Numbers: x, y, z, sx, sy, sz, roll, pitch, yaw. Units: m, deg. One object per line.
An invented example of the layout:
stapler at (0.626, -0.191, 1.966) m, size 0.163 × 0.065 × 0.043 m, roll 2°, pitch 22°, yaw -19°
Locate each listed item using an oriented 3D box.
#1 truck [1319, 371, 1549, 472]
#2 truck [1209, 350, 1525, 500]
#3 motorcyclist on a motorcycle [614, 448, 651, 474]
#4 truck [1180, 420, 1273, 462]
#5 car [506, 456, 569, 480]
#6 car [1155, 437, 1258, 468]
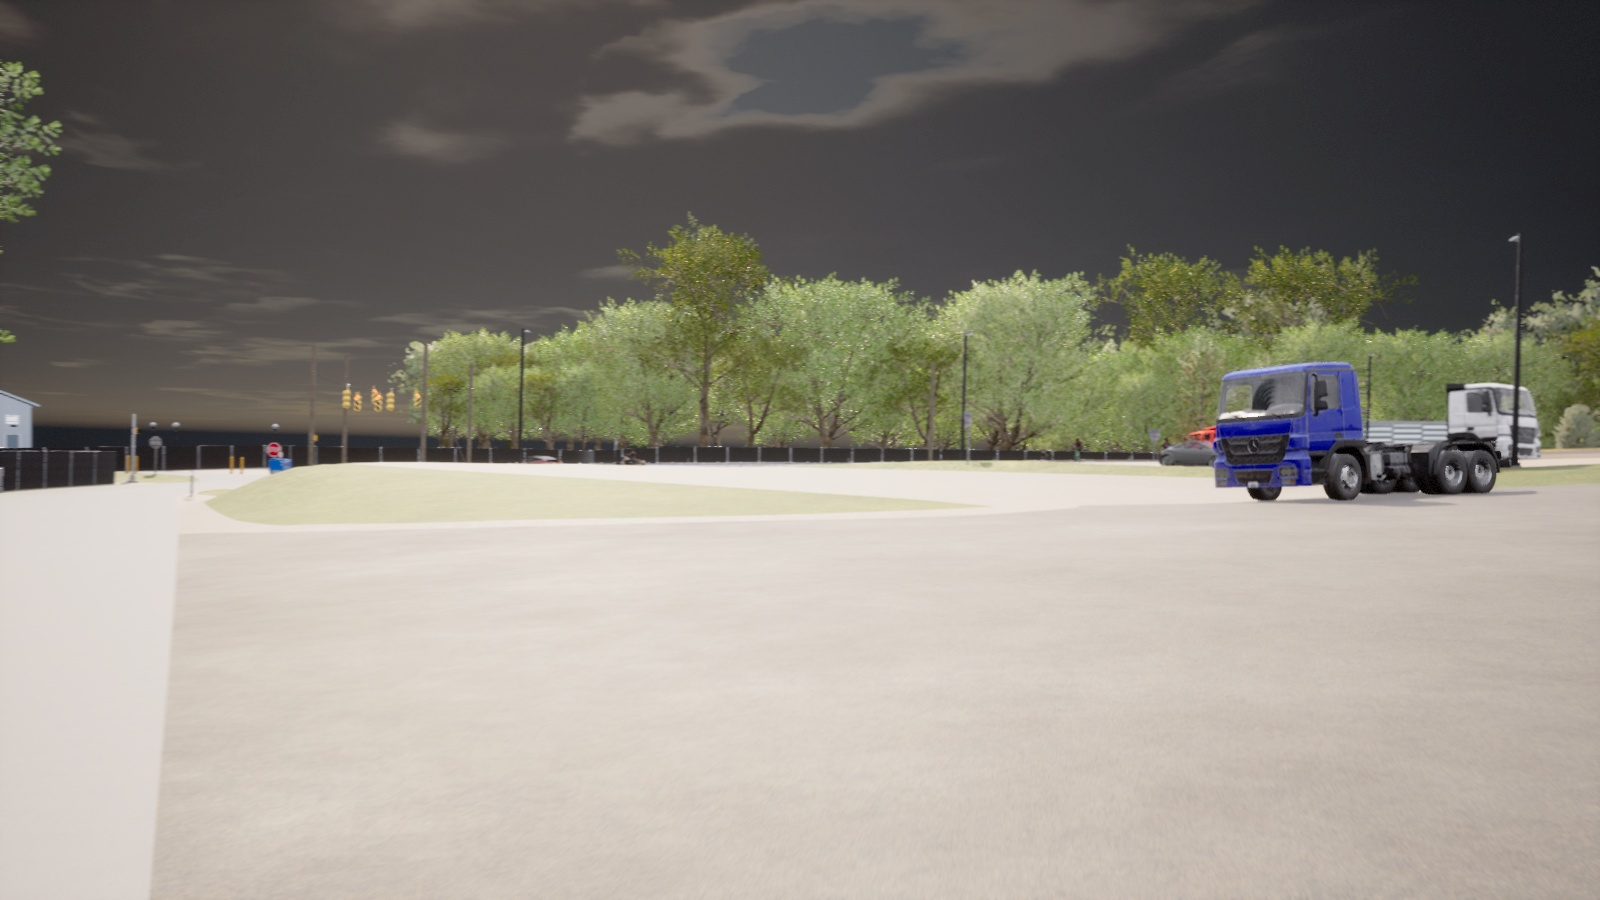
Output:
truck at (25.905, -1.019, 51.756) m, size 2.891 × 3.462 × 7.936 m, roll 2°, pitch -5°, yaw -34°
truck at (14.593, -0.639, 32.184) m, size 7.936 × 3.462 × 2.891 m, roll -2°, pitch -2°, yaw -27°
motorcyclist on a motorcycle at (-11.120, 0.750, 83.124) m, size 2.350 × 1.649 × 0.766 m, roll -2°, pitch -1°, yaw 25°
truck at (28.617, -0.611, 84.299) m, size 5.204 × 2.467 × 2.627 m, roll -2°, pitch -4°, yaw -20°
car at (-18.459, 1.273, 88.297) m, size 4.514 × 1.525 × 2.007 m, roll -3°, pitch -2°, yaw 42°
car at (19.068, 0.097, 59.019) m, size 1.994 × 1.385 × 4.181 m, roll 1°, pitch 0°, yaw -37°
